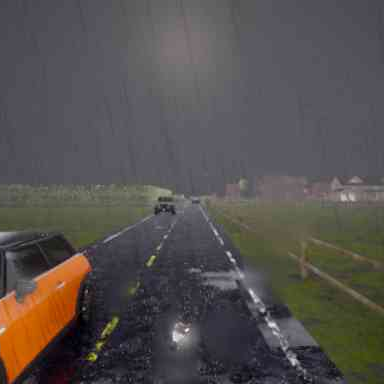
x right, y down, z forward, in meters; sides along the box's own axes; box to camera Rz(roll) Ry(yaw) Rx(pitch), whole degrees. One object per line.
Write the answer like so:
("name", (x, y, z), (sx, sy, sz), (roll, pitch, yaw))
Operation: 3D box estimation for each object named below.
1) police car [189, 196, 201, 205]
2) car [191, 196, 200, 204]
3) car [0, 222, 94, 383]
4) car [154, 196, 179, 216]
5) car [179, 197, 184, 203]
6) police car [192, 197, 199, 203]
("police car", (0.853, 1.899, 70.871), (1.930, 1.638, 5.238), (0, -1, 0))
("car", (0.857, 1.913, 80.732), (2.097, 1.767, 4.553), (0, -1, 0))
("car", (-2.836, 1.373, 4.159), (2.097, 1.767, 4.553), (0, 0, 0))
("car", (-2.832, 1.416, 36.073), (2.150, 2.045, 5.566), (0, 0, 0))
("car", (-2.720, 1.748, 76.418), (2.033, 1.411, 5.357), (0, -1, 0))
("police car", (0.860, 2.041, 86.871), (1.930, 1.638, 5.238), (0, -1, 0))
